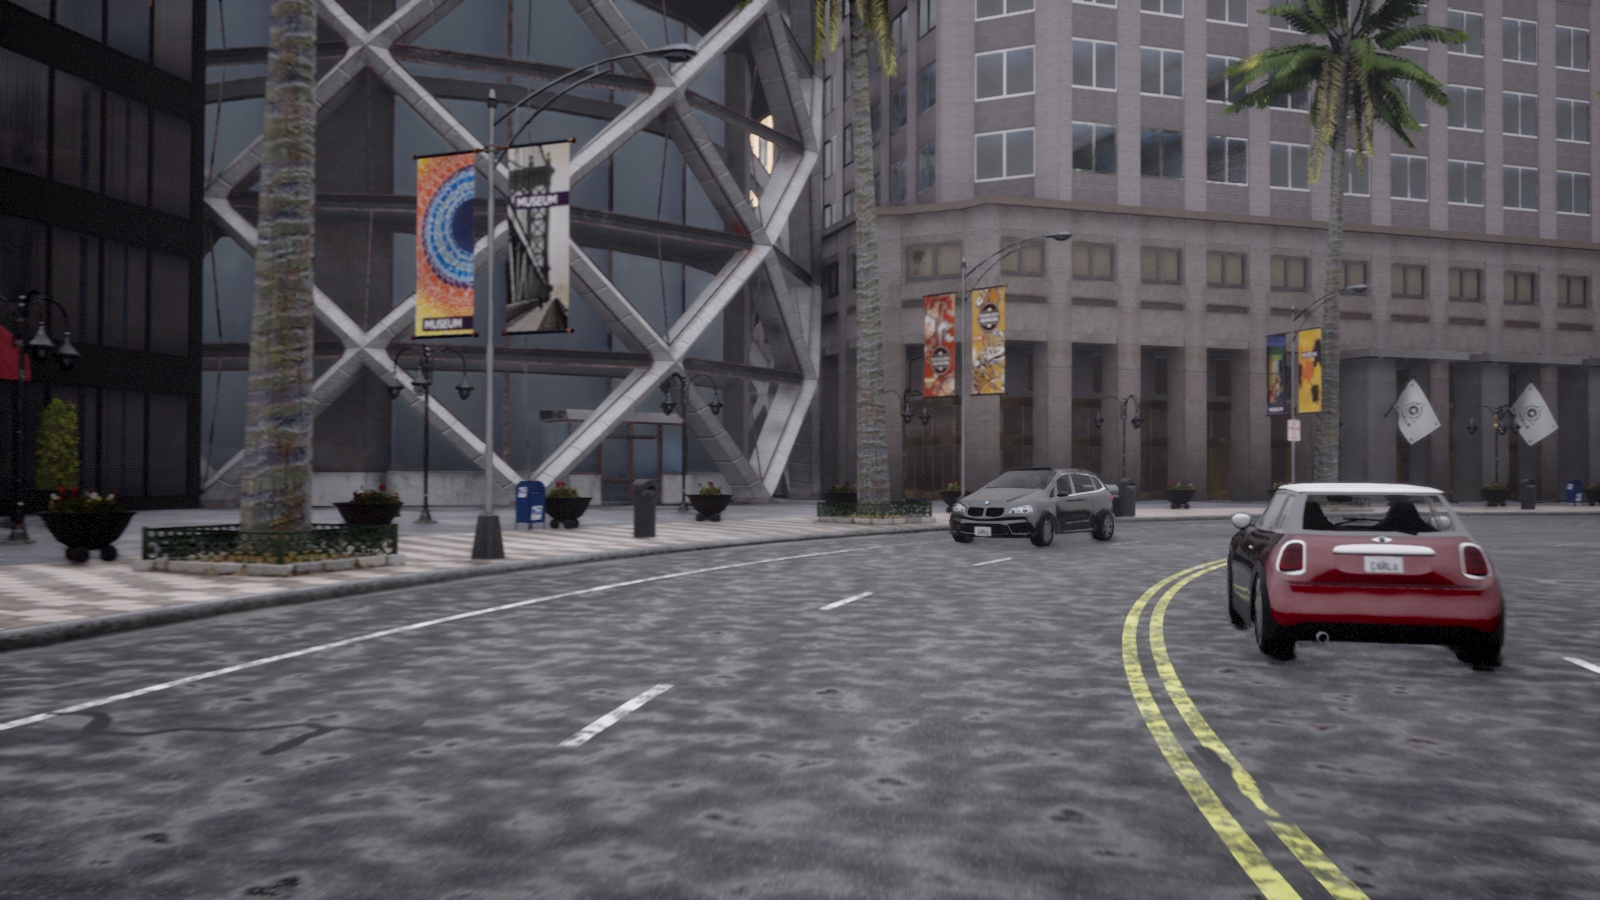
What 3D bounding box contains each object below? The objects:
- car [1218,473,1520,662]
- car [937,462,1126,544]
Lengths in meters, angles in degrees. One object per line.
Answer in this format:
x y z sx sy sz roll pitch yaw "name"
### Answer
5.177 0.965 11.986 1.970 1.475 3.806 0 -1 14 "car"
5.256 1.113 28.084 2.242 1.667 4.611 -1 -1 38 "car"
